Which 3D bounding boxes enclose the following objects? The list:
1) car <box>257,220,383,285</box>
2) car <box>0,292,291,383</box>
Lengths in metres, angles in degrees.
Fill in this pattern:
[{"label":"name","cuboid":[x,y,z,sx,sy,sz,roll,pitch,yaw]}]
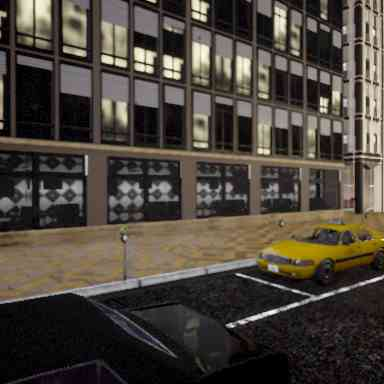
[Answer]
[{"label":"car","cuboid":[3.903,1.490,9.346,4.829,1.417,1.752,0,0,-35]},{"label":"car","cuboid":[-1.561,1.601,2.254,4.718,1.301,1.895,0,0,-35]}]
